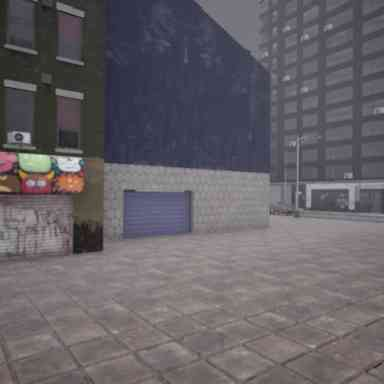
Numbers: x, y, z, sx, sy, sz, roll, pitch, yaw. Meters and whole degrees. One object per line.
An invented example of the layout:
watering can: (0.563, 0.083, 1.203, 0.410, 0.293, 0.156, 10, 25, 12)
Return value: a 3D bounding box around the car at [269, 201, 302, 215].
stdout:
car: (8.916, 1.705, 35.277, 2.033, 1.411, 5.357, 1, -1, -36)
